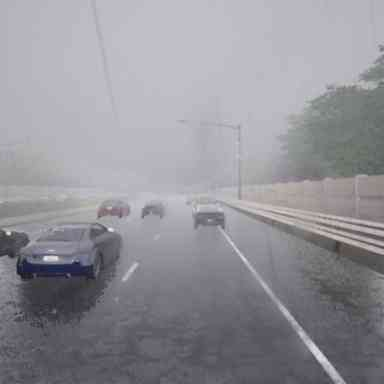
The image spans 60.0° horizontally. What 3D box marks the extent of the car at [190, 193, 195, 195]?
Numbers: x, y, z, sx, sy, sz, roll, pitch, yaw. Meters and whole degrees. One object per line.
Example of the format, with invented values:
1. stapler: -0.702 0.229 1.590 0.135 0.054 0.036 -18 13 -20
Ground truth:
1. car: 1.057 1.367 37.649 2.097 1.767 4.553 0 0 0

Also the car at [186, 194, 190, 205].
1. car: 0.011 1.501 56.390 1.994 1.385 4.181 0 0 0

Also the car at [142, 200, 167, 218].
1. car: -3.394 1.533 30.215 1.837 1.490 4.892 0 0 0

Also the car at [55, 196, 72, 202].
1. car: -24.492 1.412 63.659 1.812 1.442 4.674 0 0 0

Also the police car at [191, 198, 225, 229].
1. police car: 1.054 1.453 21.791 1.930 1.638 5.238 0 0 0

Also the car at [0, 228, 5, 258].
1. car: -6.898 1.561 9.851 2.033 1.411 5.357 0 0 0

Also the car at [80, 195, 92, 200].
1. car: -20.987 1.343 66.970 1.882 1.535 5.008 0 0 0

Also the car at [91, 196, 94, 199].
1. car: -17.492 1.472 64.677 1.895 1.301 4.718 0 0 0

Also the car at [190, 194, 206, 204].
1. car: 1.055 1.377 31.649 2.097 1.767 4.553 0 0 0

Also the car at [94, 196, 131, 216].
1. car: -6.894 1.380 29.905 2.097 1.767 4.553 0 0 0

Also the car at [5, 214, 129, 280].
1. car: -3.398 1.577 10.021 1.994 1.385 4.181 0 0 0
